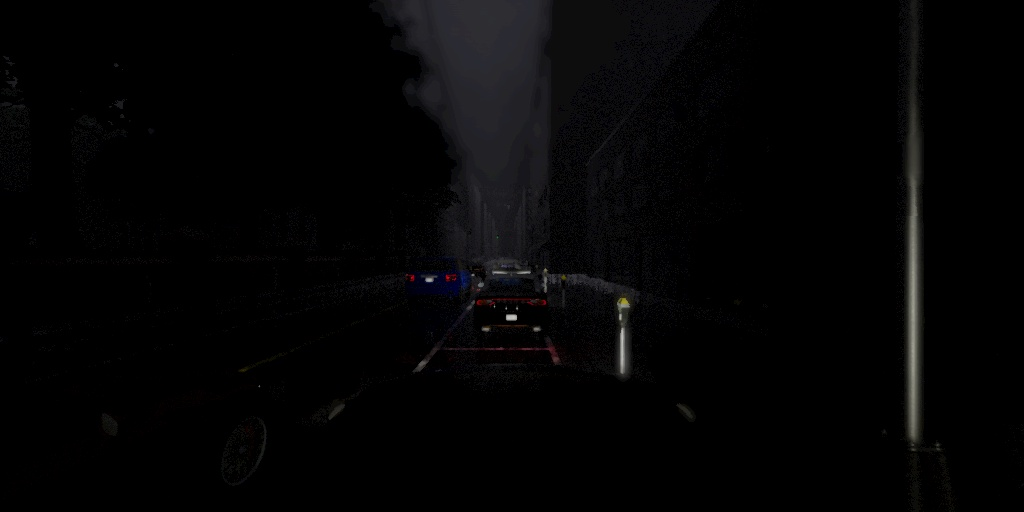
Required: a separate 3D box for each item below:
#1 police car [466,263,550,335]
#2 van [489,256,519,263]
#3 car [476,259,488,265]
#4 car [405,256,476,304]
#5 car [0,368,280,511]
[{"bbox_3d":[-0.011,1.172,10.610,1.930,1.638,5.238,0,0,0],"label":"police car"},{"bbox_3d":[-0.289,1.082,21.849,1.690,1.789,3.998,0,0,0],"label":"van"},{"bbox_3d":[-3.145,1.251,31.289,1.837,1.490,4.892,0,0,0],"label":"car"},{"bbox_3d":[-3.145,1.004,16.318,2.150,2.045,5.566,0,0,0],"label":"car"},{"bbox_3d":[-3.146,1.275,1.500,1.812,1.442,4.674,0,0,0],"label":"car"}]
